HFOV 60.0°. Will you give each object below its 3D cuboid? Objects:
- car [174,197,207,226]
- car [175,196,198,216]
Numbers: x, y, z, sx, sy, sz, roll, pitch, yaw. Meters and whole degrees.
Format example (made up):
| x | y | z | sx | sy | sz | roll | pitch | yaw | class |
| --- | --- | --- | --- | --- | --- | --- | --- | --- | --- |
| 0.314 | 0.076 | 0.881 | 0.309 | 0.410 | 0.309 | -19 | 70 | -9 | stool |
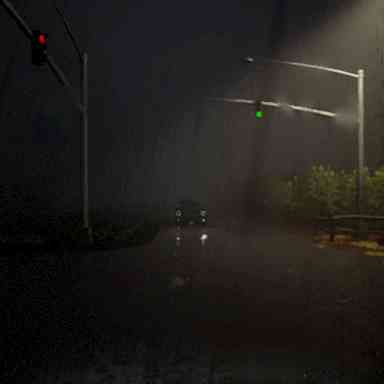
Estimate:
| x | y | z | sx | sy | sz | roll | pitch | yaw | class |
| --- | --- | --- | --- | --- | --- | --- | --- | --- | --- |
| -0.147 | 1.357 | 23.113 | 2.097 | 1.767 | 4.553 | 0 | 0 | -2 | car |
| -0.617 | 1.347 | 33.856 | 2.097 | 1.767 | 4.553 | 0 | 0 | -2 | car |
